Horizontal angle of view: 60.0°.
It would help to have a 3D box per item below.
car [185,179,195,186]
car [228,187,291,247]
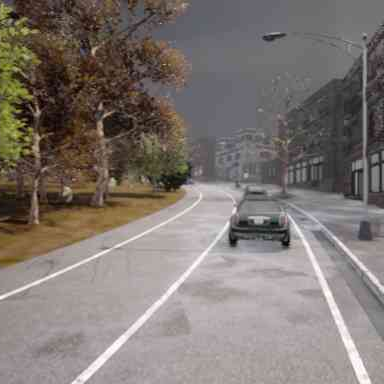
[{"bbox_3d":[-0.611,-2.050,69.369,1.994,1.385,4.181,1,3,-12],"label":"car"},{"bbox_3d":[2.708,0.900,13.177,2.097,1.767,4.553,0,3,13],"label":"car"}]
